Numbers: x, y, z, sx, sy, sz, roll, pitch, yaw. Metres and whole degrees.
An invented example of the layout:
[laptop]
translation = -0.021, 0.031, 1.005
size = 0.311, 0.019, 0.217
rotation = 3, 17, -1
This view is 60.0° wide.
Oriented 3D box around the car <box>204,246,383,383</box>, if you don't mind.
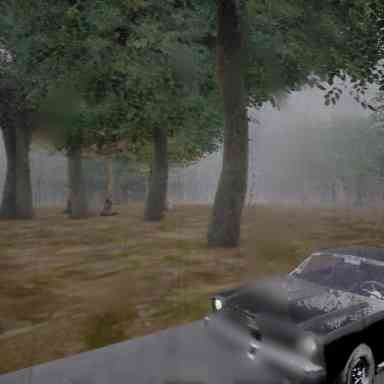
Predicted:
[car]
translation = 2.526, 1.599, 5.087
size = 4.718, 1.301, 1.895
rotation = 0, 0, -34
